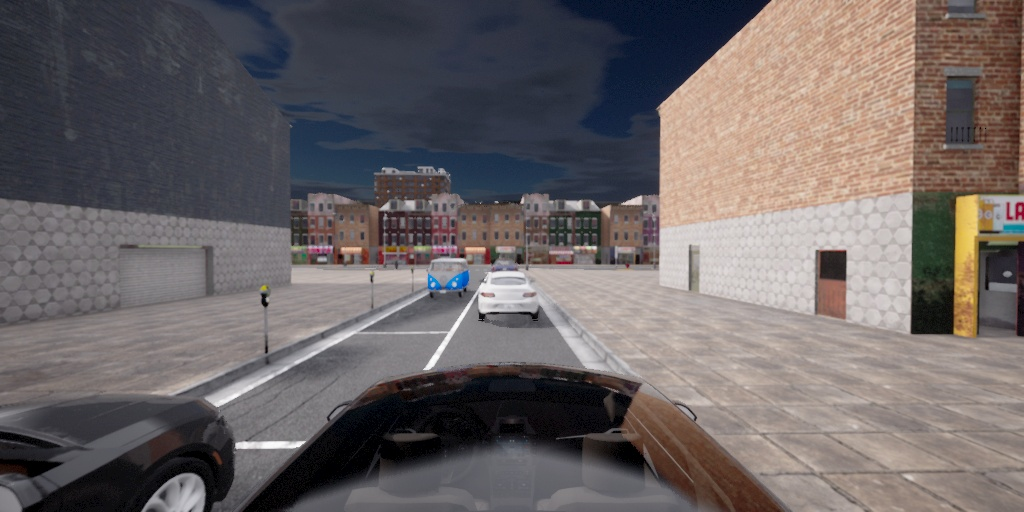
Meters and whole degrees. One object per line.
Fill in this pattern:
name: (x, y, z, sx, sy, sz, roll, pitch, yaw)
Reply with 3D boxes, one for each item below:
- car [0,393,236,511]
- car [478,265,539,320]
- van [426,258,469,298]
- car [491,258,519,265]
car: (-2.955, 1.259, 0.704, 1.837, 1.490, 4.892, 0, 0, -2)
car: (-0.145, 1.217, 12.192, 1.812, 1.442, 4.674, 0, 1, -2)
van: (-3.031, 1.003, 17.559, 1.690, 1.789, 3.998, 0, 0, -2)
car: (-0.563, 0.965, 27.433, 2.097, 1.767, 4.553, 0, 0, -2)
